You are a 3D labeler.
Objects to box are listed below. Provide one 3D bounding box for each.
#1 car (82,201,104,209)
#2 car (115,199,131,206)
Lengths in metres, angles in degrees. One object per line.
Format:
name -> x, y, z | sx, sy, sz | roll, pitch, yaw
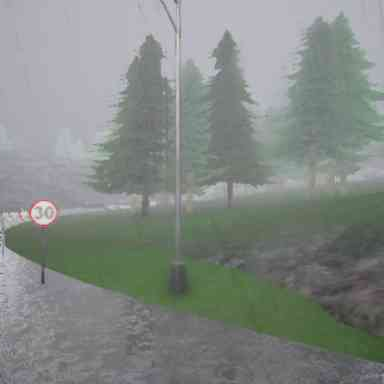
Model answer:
car -> -18.780, 2.402, 63.275 | 1.882, 1.535, 5.008 | 0, 0, 23
car -> -14.791, 2.305, 72.632 | 2.128, 1.511, 4.902 | 0, 1, 24
